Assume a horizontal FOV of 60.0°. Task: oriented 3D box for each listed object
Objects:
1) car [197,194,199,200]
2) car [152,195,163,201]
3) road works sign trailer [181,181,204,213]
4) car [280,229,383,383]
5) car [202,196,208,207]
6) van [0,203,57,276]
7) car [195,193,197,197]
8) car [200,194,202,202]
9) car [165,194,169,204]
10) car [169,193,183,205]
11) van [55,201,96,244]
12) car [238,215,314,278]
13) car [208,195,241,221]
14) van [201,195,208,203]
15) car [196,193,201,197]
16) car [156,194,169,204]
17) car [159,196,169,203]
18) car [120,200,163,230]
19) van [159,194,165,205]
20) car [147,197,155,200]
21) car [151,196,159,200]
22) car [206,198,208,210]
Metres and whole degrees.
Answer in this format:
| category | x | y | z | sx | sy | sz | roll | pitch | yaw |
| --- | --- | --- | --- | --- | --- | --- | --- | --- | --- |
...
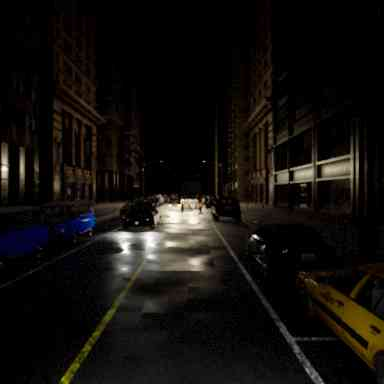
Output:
| category | x | y | z | sx | sy | sz | roll | pitch | yaw |
| --- | --- | --- | --- | --- | --- | --- | --- | --- | --- |
| car | 2.638 | 1.626 | 71.737 | 1.802 | 1.307 | 4.206 | 0 | 0 | 0 |
| car | -5.848 | 1.569 | 49.236 | 1.887 | 1.381 | 4.507 | 0 | 0 | 0 |
| road works sign trailer | -0.064 | 0.478 | 37.006 | 2.380 | 3.560 | 2.880 | 0 | 0 | 0 |
| car | 2.756 | 1.526 | 4.482 | 1.752 | 1.417 | 4.829 | 0 | 0 | 0 |
| car | 2.687 | 1.570 | 43.643 | 2.008 | 1.369 | 4.403 | 0 | 0 | 0 |
| van | -5.778 | 1.343 | 9.907 | 1.690 | 1.788 | 3.998 | 0 | 0 | 0 |
| car | 2.599 | 1.638 | 94.212 | 1.947 | 1.339 | 4.313 | 0 | 0 | 0 |
| car | 2.658 | 1.560 | 60.670 | 1.752 | 1.417 | 4.829 | 0 | 0 | 0 |
| car | -5.867 | 1.585 | 60.473 | 2.008 | 1.369 | 4.403 | 0 | 0 | 0 |
| car | -3.140 | 1.512 | 61.470 | 1.882 | 1.535 | 5.008 | 0 | 0 | 1 |
| van | -5.788 | 1.344 | 15.526 | 1.690 | 1.788 | 3.998 | 0 | 0 | 0 |
| car | 2.746 | 1.568 | 9.931 | 1.947 | 1.339 | 4.313 | 0 | 0 | 0 |
| car | 2.717 | 1.323 | 26.788 | 2.192 | 1.841 | 5.009 | 0 | 0 | 0 |
| van | 2.677 | 1.365 | 49.262 | 1.690 | 1.788 | 3.998 | 0 | 0 | 0 |
| car | 2.618 | 1.581 | 83.145 | 1.752 | 1.417 | 4.829 | 0 | 0 | 0 |
| car | -5.877 | 1.354 | 66.091 | 2.192 | 1.841 | 5.009 | 0 | 0 | 0 |
| car | -5.886 | 1.569 | 71.540 | 1.752 | 1.417 | 4.829 | 0 | 0 | 0 |
| car | -3.135 | 1.510 | 21.264 | 1.837 | 1.490 | 4.892 | 0 | 0 | 0 |
| van | -5.857 | 1.370 | 54.855 | 1.690 | 1.788 | 3.998 | 0 | 0 | 0 |
| car | -5.828 | 1.566 | 38.005 | 2.008 | 1.369 | 4.403 | 0 | 0 | 0 |
| car | -5.838 | 1.564 | 43.618 | 1.887 | 1.381 | 4.507 | 0 | 0 | 0 |
| car | 2.707 | 1.562 | 32.406 | 2.008 | 1.369 | 4.403 | 0 | 0 | 0 |
